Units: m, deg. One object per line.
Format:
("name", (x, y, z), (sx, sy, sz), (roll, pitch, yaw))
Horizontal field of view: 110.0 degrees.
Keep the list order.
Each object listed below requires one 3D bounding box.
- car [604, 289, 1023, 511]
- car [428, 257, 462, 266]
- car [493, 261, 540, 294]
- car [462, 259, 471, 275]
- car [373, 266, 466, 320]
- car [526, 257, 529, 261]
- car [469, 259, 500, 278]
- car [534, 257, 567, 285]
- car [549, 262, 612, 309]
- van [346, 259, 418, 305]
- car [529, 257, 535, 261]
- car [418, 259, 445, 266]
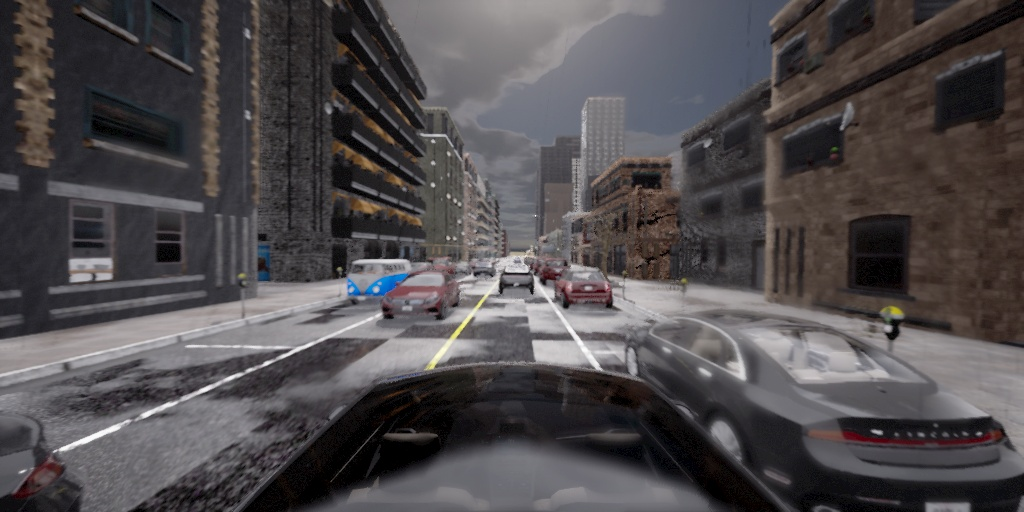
("car", (2.696, 1.328, 4.366), (2.007, 1.370, 4.403), (0, 0, 1))
("car", (-5.342, 1.002, 26.132), (2.192, 1.841, 5.009), (0, 0, 1))
("car", (0.270, 1.239, 20.546), (2.128, 1.511, 4.902), (1, 0, 1))
("car", (-5.171, 1.236, 36.945), (2.007, 1.370, 4.403), (0, 0, 1))
("car", (-2.956, 1.242, 12.561), (1.812, 1.442, 4.674), (1, 0, 1))
("car", (3.379, 1.086, 47.618), (2.192, 1.841, 5.009), (0, 0, 1))
("car", (-2.528, 1.262, 34.282), (2.033, 1.411, 5.357), (1, 0, 1))
("car", (3.037, 1.090, 25.992), (2.192, 1.841, 5.009), (0, 0, 1))
("car", (2.866, 1.216, 15.179), (1.967, 1.591, 4.097), (0, 0, 1))
("van", (-5.513, 1.029, 15.319), (1.690, 1.789, 3.998), (0, 0, 1))
("car", (3.208, 1.088, 36.805), (2.192, 1.841, 5.009), (0, 0, 1))
("car", (-5.427, 1.128, 20.725), (1.967, 1.591, 4.097), (0, 0, 1))
